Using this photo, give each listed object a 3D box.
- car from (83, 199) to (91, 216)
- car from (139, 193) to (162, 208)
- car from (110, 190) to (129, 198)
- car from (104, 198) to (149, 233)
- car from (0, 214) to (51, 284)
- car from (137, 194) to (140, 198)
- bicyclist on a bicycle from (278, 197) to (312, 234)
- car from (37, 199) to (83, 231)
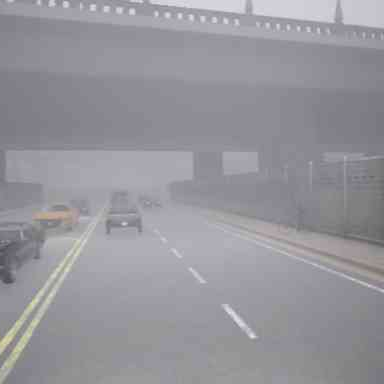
[{"bbox_3d":[-10.135,1.321,29.817,2.033,1.411,5.357,-1,1,-12],"label":"car"},{"bbox_3d":[-4.597,1.170,37.906,1.895,1.301,4.718,-1,1,-13],"label":"car"},{"bbox_3d":[-8.883,0.823,40.845,2.150,2.045,5.566,-1,1,-13],"label":"car"},{"bbox_3d":[-3.830,1.317,18.573,2.128,1.511,4.902,-1,1,-13],"label":"car"},{"bbox_3d":[-5.562,1.582,9.431,1.895,1.301,4.718,-1,1,-13],"label":"car"},{"bbox_3d":[-6.868,0.945,47.942,1.882,1.535,5.008,-1,1,-13],"label":"car"},{"bbox_3d":[4.530,1.043,14.578,1.656,1.620,0.582,-1,1,-13],"label":"bicyclist on a bicycle"},{"bbox_3d":[-7.847,1.355,19.583,1.882,1.535,5.008,-1,1,-13],"label":"car"}]
